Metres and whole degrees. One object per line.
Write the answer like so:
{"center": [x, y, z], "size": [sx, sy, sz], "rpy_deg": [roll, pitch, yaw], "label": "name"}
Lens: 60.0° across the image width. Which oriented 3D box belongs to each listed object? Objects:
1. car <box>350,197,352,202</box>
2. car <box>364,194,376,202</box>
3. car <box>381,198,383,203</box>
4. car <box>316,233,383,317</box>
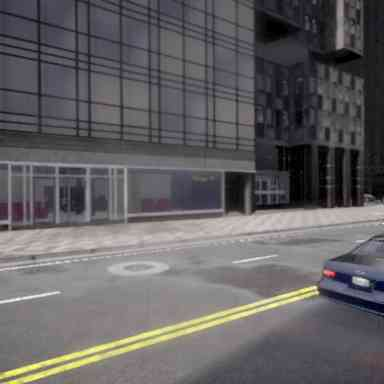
{"center": [24.408, 1.177, 55.947], "size": [1.752, 1.417, 4.829], "rpy_deg": [0, 1, -35], "label": "car"}
{"center": [31.269, 1.116, 61.011], "size": [2.008, 1.369, 4.403], "rpy_deg": [0, 1, -35], "label": "car"}
{"center": [34.518, 1.181, 56.418], "size": [1.947, 1.339, 4.313], "rpy_deg": [0, 1, -35], "label": "car"}
{"center": [4.856, 1.523, 6.963], "size": [5.357, 1.411, 2.033], "rpy_deg": [0, 0, -35], "label": "car"}
